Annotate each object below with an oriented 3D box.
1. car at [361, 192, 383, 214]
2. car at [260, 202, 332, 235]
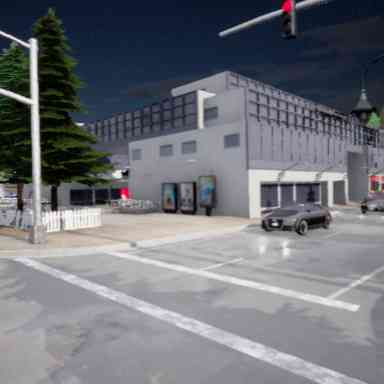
[{"bbox_3d":[14.432,0.803,25.169,4.902,1.511,2.128,-3,2,-44],"label":"car"},{"bbox_3d":[5.155,1.213,16.311,4.181,1.385,1.994,-2,1,-44],"label":"car"}]
